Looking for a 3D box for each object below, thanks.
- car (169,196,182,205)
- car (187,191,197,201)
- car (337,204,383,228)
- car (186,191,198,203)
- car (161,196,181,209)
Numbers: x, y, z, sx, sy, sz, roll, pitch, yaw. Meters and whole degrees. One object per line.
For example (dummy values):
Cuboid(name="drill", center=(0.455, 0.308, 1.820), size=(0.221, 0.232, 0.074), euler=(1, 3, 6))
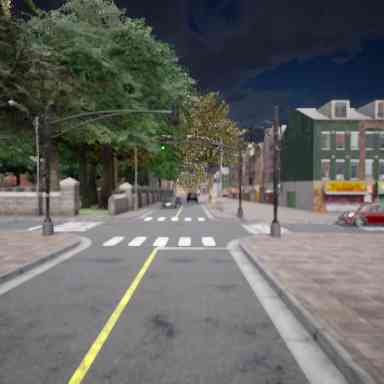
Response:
Cuboid(name="car", center=(-2.765, 1.354, 57.162), size=(2.033, 1.411, 5.357), euler=(0, 0, 1))
Cuboid(name="car", center=(0.043, 0.886, 73.468), size=(2.150, 2.045, 5.566), euler=(0, 0, 0))
Cuboid(name="car", center=(11.847, 1.473, 21.982), size=(4.097, 1.590, 1.967), euler=(1, 0, 0))
Cuboid(name="car", center=(0.037, 1.019, 63.047), size=(2.150, 2.045, 5.566), euler=(0, 0, 0))
Cuboid(name="car", center=(-2.812, 1.333, 41.838), size=(2.128, 1.511, 4.902), euler=(0, 0, 0))
